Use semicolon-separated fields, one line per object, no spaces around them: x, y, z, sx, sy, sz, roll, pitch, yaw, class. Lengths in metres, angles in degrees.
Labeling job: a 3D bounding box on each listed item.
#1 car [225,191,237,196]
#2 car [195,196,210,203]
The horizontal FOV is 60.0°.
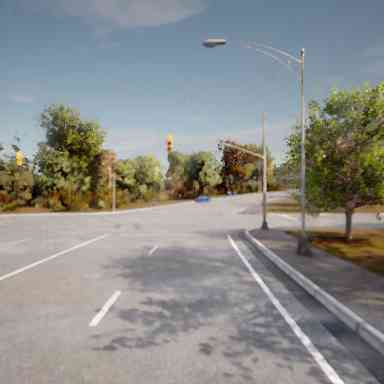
9.910;0.467;86.271;1.882;1.535;5.008;0;3;33;car
2.339;1.594;72.718;1.882;1.535;5.008;0;2;26;car
